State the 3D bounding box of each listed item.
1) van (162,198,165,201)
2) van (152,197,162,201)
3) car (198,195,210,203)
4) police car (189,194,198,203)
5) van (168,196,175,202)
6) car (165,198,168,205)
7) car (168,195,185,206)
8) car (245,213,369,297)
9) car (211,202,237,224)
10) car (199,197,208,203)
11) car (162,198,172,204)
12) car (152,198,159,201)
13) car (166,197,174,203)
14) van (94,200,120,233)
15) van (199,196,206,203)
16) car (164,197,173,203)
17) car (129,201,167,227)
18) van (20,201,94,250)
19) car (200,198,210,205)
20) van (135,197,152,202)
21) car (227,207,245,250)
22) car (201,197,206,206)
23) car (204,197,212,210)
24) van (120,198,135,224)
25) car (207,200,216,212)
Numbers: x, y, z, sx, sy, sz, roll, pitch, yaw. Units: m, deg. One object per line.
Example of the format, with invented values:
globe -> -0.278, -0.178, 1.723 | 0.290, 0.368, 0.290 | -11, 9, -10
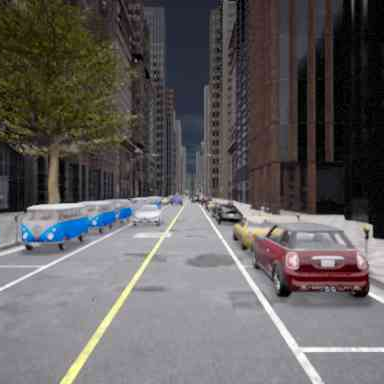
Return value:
van -> -5.749, 1.638, 53.648 | 1.690, 1.788, 3.998 | 0, 0, 0
van -> -5.750, 1.606, 48.028 | 1.690, 1.788, 3.998 | 0, 0, 0
car -> 2.779, 1.679, 64.892 | 2.192, 1.841, 5.009 | 0, 0, 0
police car -> 0.920, 1.884, 80.224 | 1.930, 1.638, 5.238 | 0, 0, 0
van -> -5.740, 1.882, 92.975 | 1.690, 1.788, 3.998 | 0, 0, 0
car -> -5.745, 1.923, 70.331 | 1.752, 1.417, 4.829 | 0, 0, 0
car -> -2.994, 1.592, 65.959 | 2.150, 2.045, 5.566 | 0, 0, 0
car -> 2.766, 1.487, 8.704 | 1.967, 1.590, 4.097 | 0, 0, 0
car -> 2.770, 1.704, 25.560 | 1.947, 1.339, 4.313 | 0, 0, 0
car -> 2.783, 2.020, 81.746 | 2.008, 1.369, 4.403 | 0, 0, 0
car -> -5.744, 1.984, 76.125 | 2.008, 1.369, 4.403 | 0, 0, 0
car -> -5.751, 1.777, 42.409 | 1.887, 1.381, 4.507 | 0, 0, 0
car -> -5.741, 2.049, 87.355 | 1.887, 1.381, 4.507 | 0, 0, 0
van -> -5.756, 1.448, 19.937 | 1.690, 1.788, 3.998 | 0, 0, 0
van -> 2.784, 1.846, 87.366 | 1.690, 1.788, 3.998 | 0, 0, 0
car -> -5.742, 2.014, 81.737 | 1.887, 1.381, 4.507 | 0, 0, 0
car -> -3.094, 1.656, 24.160 | 1.812, 1.442, 4.674 | 0, 0, 0
van -> -5.758, 1.418, 14.319 | 1.690, 1.788, 3.998 | 0, 0, 0
car -> 2.780, 1.949, 70.509 | 2.008, 1.369, 4.403 | 0, 0, 0
van -> -5.752, 1.542, 36.792 | 1.690, 1.788, 3.998 | 0, 0, 0
car -> 2.767, 1.603, 14.492 | 1.752, 1.417, 4.829 | 0, 0, 0
car -> 2.775, 1.830, 48.034 | 1.947, 1.339, 4.313 | 0, 0, 0
car -> 2.774, 1.759, 42.586 | 1.752, 1.417, 4.829 | 0, 0, 0
van -> -5.755, 1.479, 25.556 | 1.690, 1.788, 3.998 | 0, 0, 0
car -> 2.771, 1.735, 31.178 | 1.947, 1.339, 4.313 | 0, 0, 0
